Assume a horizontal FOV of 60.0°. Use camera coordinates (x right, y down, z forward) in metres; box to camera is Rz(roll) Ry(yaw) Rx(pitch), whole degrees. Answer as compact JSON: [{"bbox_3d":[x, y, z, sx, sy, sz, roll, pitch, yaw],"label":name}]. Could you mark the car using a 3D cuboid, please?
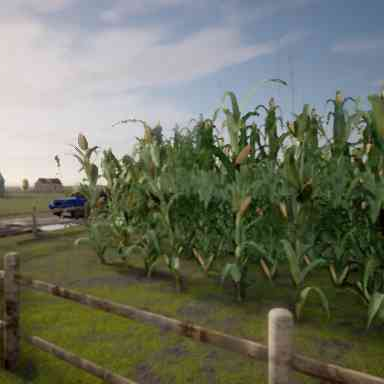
[{"bbox_3d":[-8.939,0.799,27.000,2.150,2.045,5.566,1,2,22],"label":"car"}]
